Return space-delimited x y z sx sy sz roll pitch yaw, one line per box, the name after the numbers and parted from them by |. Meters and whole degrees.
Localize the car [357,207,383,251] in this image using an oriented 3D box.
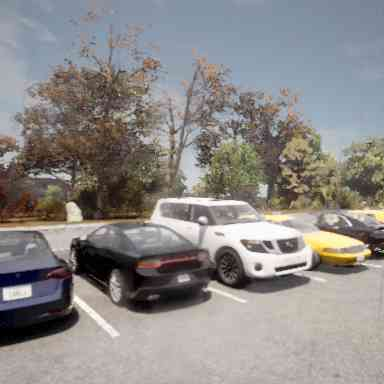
5.278 1.470 13.051 2.231 1.521 4.892 0 0 -35 | car

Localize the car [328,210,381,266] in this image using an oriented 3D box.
3.101 1.466 11.318 1.946 1.575 5.366 0 0 -35 | car

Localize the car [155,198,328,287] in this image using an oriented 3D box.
0.733 1.217 9.861 2.435 2.045 5.566 0 0 -35 | car

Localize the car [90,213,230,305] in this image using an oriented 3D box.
-1.559 1.468 8.294 2.097 1.535 5.008 0 0 -35 | car

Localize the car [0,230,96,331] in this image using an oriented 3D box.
-3.858 1.498 6.737 2.163 1.488 4.792 0 0 -35 | car
